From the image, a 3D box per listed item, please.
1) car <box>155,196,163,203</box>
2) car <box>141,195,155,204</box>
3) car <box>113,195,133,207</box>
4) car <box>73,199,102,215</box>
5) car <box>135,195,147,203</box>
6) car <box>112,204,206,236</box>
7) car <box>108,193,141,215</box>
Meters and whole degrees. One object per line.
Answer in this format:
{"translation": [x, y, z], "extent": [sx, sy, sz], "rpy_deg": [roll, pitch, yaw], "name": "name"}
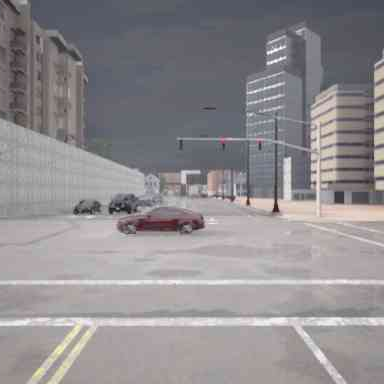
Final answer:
{"translation": [-7.032, 1.503, 68.746], "extent": [2.128, 1.511, 4.902], "rpy_deg": [0, 0, 0], "name": "car"}
{"translation": [-7.117, 1.506, 50.162], "extent": [1.812, 1.442, 4.674], "rpy_deg": [0, 0, 0], "name": "car"}
{"translation": [-10.615, 1.333, 51.421], "extent": [2.097, 1.767, 4.553], "rpy_deg": [0, 0, 0], "name": "car"}
{"translation": [-10.615, 1.487, 34.034], "extent": [1.837, 1.490, 4.892], "rpy_deg": [0, 1, 0], "name": "car"}
{"translation": [-10.532, 1.475, 68.745], "extent": [1.837, 1.490, 4.892], "rpy_deg": [0, 0, 0], "name": "car"}
{"translation": [-1.597, 1.523, 17.749], "extent": [4.674, 1.442, 1.812], "rpy_deg": [0, 0, 0], "name": "car"}
{"translation": [-7.111, 1.201, 34.665], "extent": [2.150, 2.045, 5.566], "rpy_deg": [0, 1, 0], "name": "car"}
